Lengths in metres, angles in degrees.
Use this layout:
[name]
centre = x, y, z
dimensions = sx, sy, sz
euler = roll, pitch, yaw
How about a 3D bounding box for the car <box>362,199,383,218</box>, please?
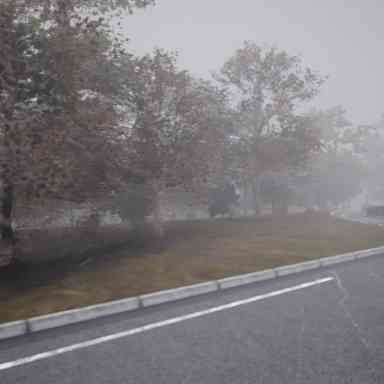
[car]
centre = 16.082, 1.408, 29.157
dimensions = 1.882, 1.535, 5.008
euler = -1, 0, 23
